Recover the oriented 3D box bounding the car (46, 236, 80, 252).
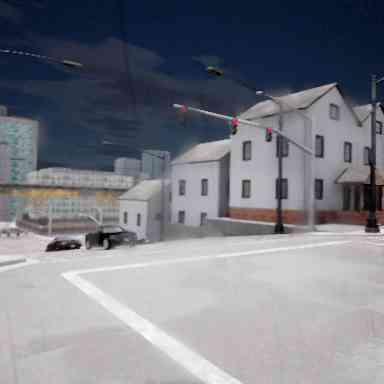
[{"bbox_3d":[-11.347,4.644,29.270,2.033,1.411,5.357,2,-14,-37],"label":"car"}]

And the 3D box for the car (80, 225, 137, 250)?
[{"bbox_3d":[-5.288,2.890,21.377,1.882,1.535,5.008,2,-9,-36],"label":"car"}]

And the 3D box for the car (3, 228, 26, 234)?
[{"bbox_3d":[-42.607,9.418,79.923,4.536,1.218,1.853,1,-1,-9],"label":"car"}]

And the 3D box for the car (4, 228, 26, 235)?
[{"bbox_3d":[-42.559,9.576,79.929,4.974,1.542,2.038,1,-1,-9],"label":"car"}]

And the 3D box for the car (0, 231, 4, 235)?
[{"bbox_3d":[-46.356,9.438,76.058,2.038,1.542,4.974,1,-1,16],"label":"car"}]
